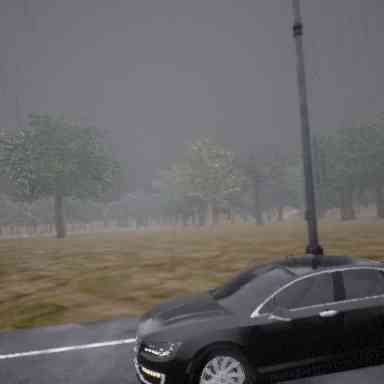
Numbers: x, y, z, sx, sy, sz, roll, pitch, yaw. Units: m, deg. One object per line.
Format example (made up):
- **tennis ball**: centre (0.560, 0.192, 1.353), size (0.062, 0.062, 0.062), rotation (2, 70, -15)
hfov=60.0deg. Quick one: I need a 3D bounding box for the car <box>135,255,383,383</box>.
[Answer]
- **car**: centre (1.603, 1.786, 5.008), size (4.892, 1.490, 1.837), rotation (-2, -4, -11)
